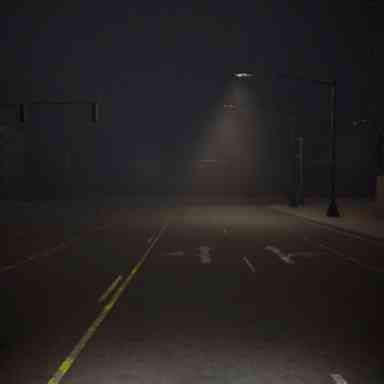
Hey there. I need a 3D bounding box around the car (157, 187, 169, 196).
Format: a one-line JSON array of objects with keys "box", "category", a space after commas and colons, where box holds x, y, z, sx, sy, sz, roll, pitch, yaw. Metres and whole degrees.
[{"box": [-6.992, 0.245, 78.300, 1.812, 1.442, 4.674, 0, 1, 0], "category": "car"}]

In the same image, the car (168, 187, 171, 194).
[{"box": [-6.990, -0.401, 94.030, 2.150, 2.045, 5.566, 0, 1, 0], "category": "car"}]
